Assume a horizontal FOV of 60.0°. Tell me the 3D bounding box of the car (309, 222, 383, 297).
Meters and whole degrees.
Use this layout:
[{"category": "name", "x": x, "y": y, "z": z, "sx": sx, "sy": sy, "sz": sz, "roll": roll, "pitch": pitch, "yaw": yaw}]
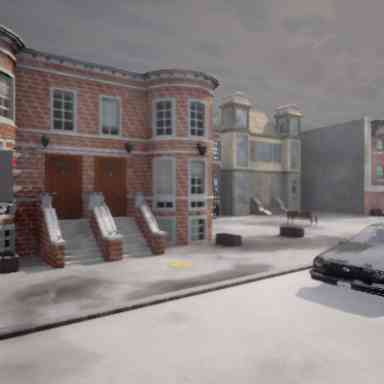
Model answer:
[{"category": "car", "x": 5.239, "y": 1.488, "z": 8.347, "sx": 5.357, "sy": 1.411, "sz": 2.033, "roll": 0, "pitch": 0, "yaw": -36}]
